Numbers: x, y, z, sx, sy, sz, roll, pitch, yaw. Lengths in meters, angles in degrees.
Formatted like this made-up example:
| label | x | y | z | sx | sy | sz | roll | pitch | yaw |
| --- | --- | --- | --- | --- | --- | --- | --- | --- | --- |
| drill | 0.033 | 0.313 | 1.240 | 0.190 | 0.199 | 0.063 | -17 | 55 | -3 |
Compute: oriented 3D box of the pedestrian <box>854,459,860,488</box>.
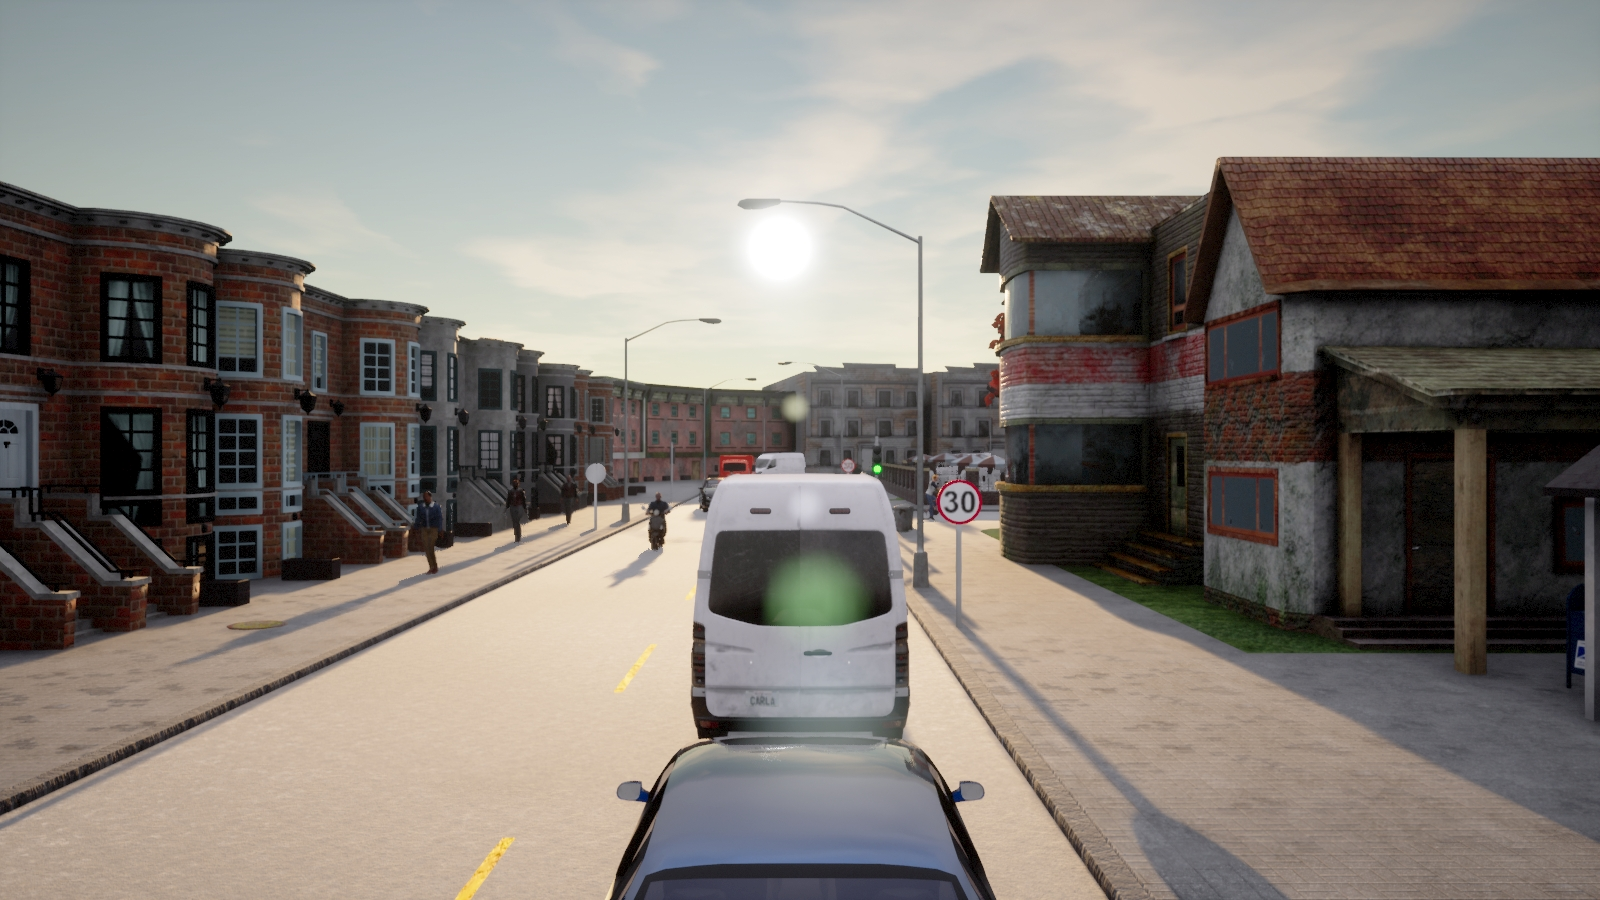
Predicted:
| label | x | y | z | sx | sy | sz | roll | pitch | yaw |
| --- | --- | --- | --- | --- | --- | --- | --- | --- | --- |
| pedestrian | 3.677 | 1.525 | 73.767 | 0.375 | 1.860 | 0.375 | 0 | 0 | 0 |

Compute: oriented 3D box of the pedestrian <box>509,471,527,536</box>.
| label | x | y | z | sx | sy | sz | roll | pitch | yaw |
| --- | --- | --- | --- | --- | --- | --- | --- | --- | --- |
| pedestrian | -8.057 | 1.524 | 32.664 | 0.375 | 1.860 | 0.375 | 0 | 0 | 7 |

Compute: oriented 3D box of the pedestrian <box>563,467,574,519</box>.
| label | x | y | z | sx | sy | sz | roll | pitch | yaw |
| --- | --- | --- | --- | --- | --- | --- | --- | --- | --- |
| pedestrian | -8.294 | 1.527 | 40.999 | 0.375 | 1.860 | 0.375 | 0 | 0 | -10 |

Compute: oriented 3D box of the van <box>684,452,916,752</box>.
| label | x | y | z | sx | sy | sz | roll | pitch | yaw |
| --- | --- | --- | --- | --- | --- | --- | --- | --- | --- |
| van | -0.004 | 1.314 | 12.768 | 1.988 | 2.561 | 5.915 | 0 | 0 | 0 |

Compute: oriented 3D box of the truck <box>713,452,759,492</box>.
| label | x | y | z | sx | sy | sz | roll | pitch | yaw |
| --- | --- | --- | --- | --- | --- | --- | --- | --- | --- |
| truck | -4.035 | 1.347 | 72.689 | 2.627 | 2.467 | 5.204 | 0 | 0 | 0 |

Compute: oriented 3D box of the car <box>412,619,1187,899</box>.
| label | x | y | z | sx | sy | sz | roll | pitch | yaw |
| --- | --- | --- | --- | --- | --- | --- | --- | --- | --- |
| car | 0.000 | 1.886 | 5.316 | 2.033 | 1.411 | 5.357 | 0 | 0 | 0 |

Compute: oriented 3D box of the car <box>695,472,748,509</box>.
| label | x | y | z | sx | sy | sz | roll | pitch | yaw |
| --- | --- | --- | --- | --- | --- | --- | --- | --- | --- |
| car | -3.665 | 1.827 | 52.844 | 2.128 | 1.511 | 4.902 | 0 | 0 | -8 |

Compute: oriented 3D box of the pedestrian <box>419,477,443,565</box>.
| label | x | y | z | sx | sy | sz | roll | pitch | yaw |
| --- | --- | --- | --- | --- | --- | --- | --- | --- | --- |
| pedestrian | -7.935 | 1.525 | 24.567 | 0.375 | 1.860 | 0.375 | 0 | 0 | 6 |
